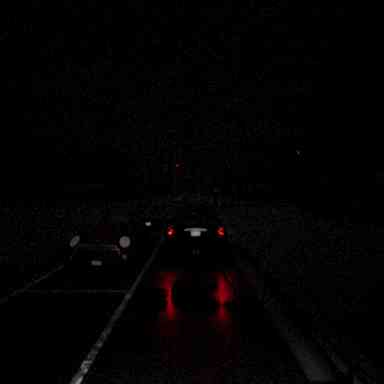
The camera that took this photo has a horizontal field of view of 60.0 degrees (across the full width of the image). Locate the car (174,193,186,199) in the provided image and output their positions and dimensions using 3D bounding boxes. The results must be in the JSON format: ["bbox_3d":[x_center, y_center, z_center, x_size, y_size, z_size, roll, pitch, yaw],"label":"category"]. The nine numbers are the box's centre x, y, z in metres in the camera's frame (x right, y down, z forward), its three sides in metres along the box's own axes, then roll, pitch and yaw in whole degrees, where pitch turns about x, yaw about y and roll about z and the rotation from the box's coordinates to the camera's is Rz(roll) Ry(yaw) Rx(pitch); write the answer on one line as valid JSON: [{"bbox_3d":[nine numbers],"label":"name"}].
[{"bbox_3d":[-2.465,1.394,59.430,1.752,1.417,4.829,0,0,0],"label":"car"}]

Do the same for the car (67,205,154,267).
[{"bbox_3d":[-2.601,1.403,11.070,1.967,1.590,4.097,1,0,0],"label":"car"}]

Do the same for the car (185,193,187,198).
[{"bbox_3d":[-2.449,1.410,65.205,1.887,1.381,4.507,0,0,0],"label":"car"}]

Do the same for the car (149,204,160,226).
[{"bbox_3d":[-2.571,1.498,21.831,1.947,1.339,4.313,0,0,0],"label":"car"}]

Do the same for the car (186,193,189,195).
[{"bbox_3d":[-2.401,1.305,82.021,1.967,1.590,4.097,0,0,0],"label":"car"}]

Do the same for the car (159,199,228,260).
[{"bbox_3d":[0.126,1.310,12.477,2.097,1.767,4.553,0,0,0],"label":"car"}]

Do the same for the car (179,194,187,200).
[{"bbox_3d":[-2.385,1.307,87.626,1.967,1.590,4.097,0,0,0],"label":"car"}]

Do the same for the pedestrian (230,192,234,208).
[{"bbox_3d":[4.616,0.942,38.116,0.375,1.860,0.375,0,0,0],"label":"pedestrian"}]
